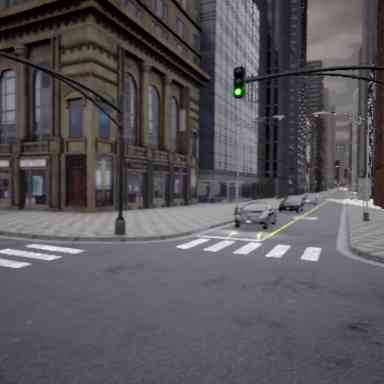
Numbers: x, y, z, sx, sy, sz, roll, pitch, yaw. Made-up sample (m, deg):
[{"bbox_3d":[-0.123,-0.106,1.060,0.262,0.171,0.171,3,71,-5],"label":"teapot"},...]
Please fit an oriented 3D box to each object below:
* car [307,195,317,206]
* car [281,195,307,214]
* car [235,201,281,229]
[{"bbox_3d":[17.590,1.230,49.624,2.128,1.511,4.902,1,0,25],"label":"car"},{"bbox_3d":[10.094,1.266,33.568,1.882,1.535,5.008,1,1,25],"label":"car"},{"bbox_3d":[4.036,1.357,20.453,1.812,1.442,4.674,1,1,23],"label":"car"}]
